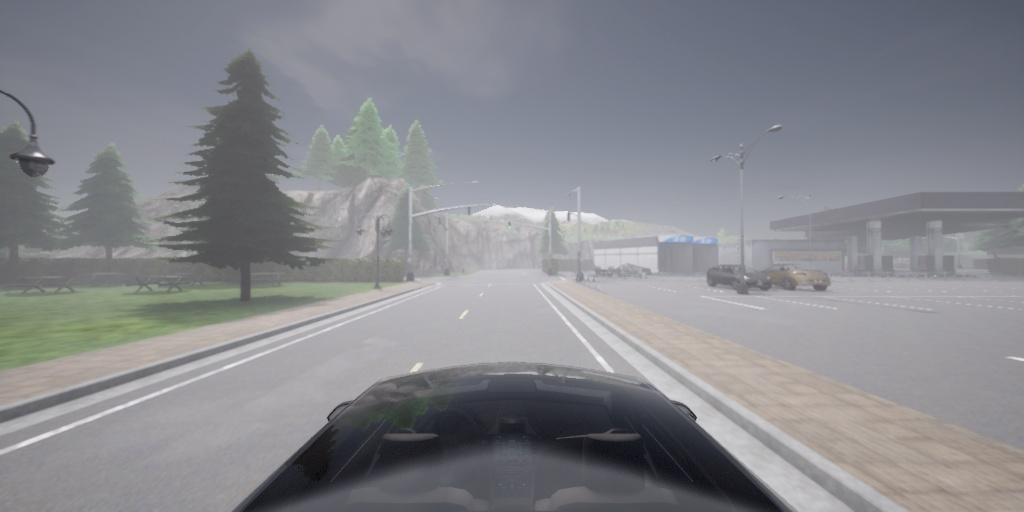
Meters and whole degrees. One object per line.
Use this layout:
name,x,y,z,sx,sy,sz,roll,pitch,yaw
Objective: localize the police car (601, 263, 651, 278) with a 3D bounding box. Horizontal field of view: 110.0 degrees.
police car,12.522,1.581,39.322,5.238,1.638,1.930,0,-1,1
